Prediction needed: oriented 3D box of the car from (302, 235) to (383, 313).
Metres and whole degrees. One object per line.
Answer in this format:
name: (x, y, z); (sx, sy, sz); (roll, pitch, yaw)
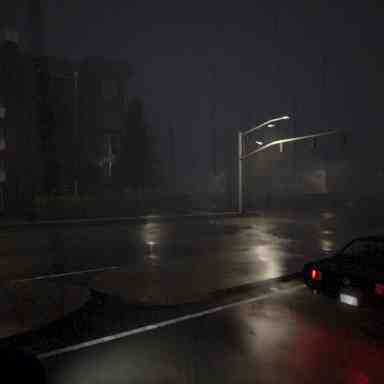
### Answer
car: (4.564, 1.603, 7.124); (4.718, 1.301, 1.895); (0, 0, -36)

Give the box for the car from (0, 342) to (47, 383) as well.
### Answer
car: (-3.150, 1.525, 1.512); (4.674, 1.442, 1.812); (0, 0, -36)
